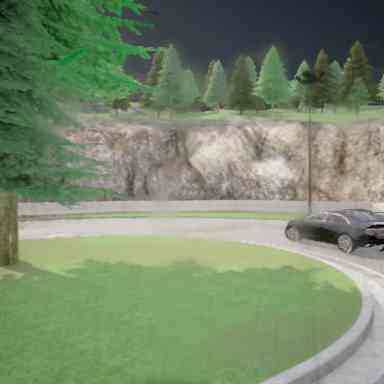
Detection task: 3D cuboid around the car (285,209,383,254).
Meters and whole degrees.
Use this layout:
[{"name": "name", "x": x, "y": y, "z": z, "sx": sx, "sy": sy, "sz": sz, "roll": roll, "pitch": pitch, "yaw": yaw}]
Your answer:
[{"name": "car", "x": 5.828, "y": 1.490, "z": 13.601, "sx": 2.128, "sy": 1.511, "sz": 4.902, "roll": 0, "pitch": 0, "yaw": -22}]
